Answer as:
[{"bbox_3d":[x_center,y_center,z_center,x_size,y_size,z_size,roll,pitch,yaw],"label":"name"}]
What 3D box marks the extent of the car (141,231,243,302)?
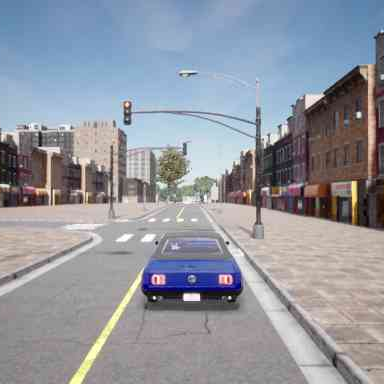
[{"bbox_3d":[0.006,1.611,8.226,1.895,1.301,4.718,0,0,0],"label":"car"}]
